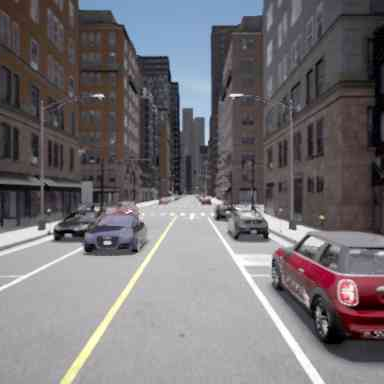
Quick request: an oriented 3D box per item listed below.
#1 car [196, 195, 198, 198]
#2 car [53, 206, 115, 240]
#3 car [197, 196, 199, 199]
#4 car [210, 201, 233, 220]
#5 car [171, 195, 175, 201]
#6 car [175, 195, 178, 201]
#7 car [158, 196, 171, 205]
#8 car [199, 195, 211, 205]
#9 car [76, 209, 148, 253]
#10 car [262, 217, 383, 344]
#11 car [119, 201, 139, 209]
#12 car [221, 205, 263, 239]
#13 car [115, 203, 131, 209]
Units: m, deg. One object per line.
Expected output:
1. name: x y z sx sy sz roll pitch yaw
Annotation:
1. car: 2.865 1.803 87.196 1.967 1.590 4.097 0 0 0
2. car: -5.680 1.636 17.461 1.947 1.339 4.313 0 0 0
3. car: 2.855 1.850 76.378 2.008 1.369 4.403 0 0 0
4. car: 2.837 1.653 28.470 1.947 1.339 4.313 0 0 0
5. car: -5.670 1.870 76.384 2.008 1.369 4.403 0 0 0
6. car: -5.654 1.942 92.439 1.752 1.417 4.829 0 0 0
7. car: -5.682 1.846 65.567 1.802 1.307 4.206 0 0 0
8. car: 2.842 1.684 65.561 1.967 1.590 4.097 0 0 0
9. car: -3.009 1.615 13.831 1.994 1.385 4.181 0 0 0
10. car: 2.853 1.454 6.465 1.967 1.590 4.097 0 0 0
11. car: -5.689 1.547 28.465 1.967 1.590 4.097 0 0 0
12. car: 2.845 1.601 17.468 2.008 1.369 4.403 0 0 0
13. car: -5.685 1.670 22.963 1.802 1.307 4.206 0 0 0
